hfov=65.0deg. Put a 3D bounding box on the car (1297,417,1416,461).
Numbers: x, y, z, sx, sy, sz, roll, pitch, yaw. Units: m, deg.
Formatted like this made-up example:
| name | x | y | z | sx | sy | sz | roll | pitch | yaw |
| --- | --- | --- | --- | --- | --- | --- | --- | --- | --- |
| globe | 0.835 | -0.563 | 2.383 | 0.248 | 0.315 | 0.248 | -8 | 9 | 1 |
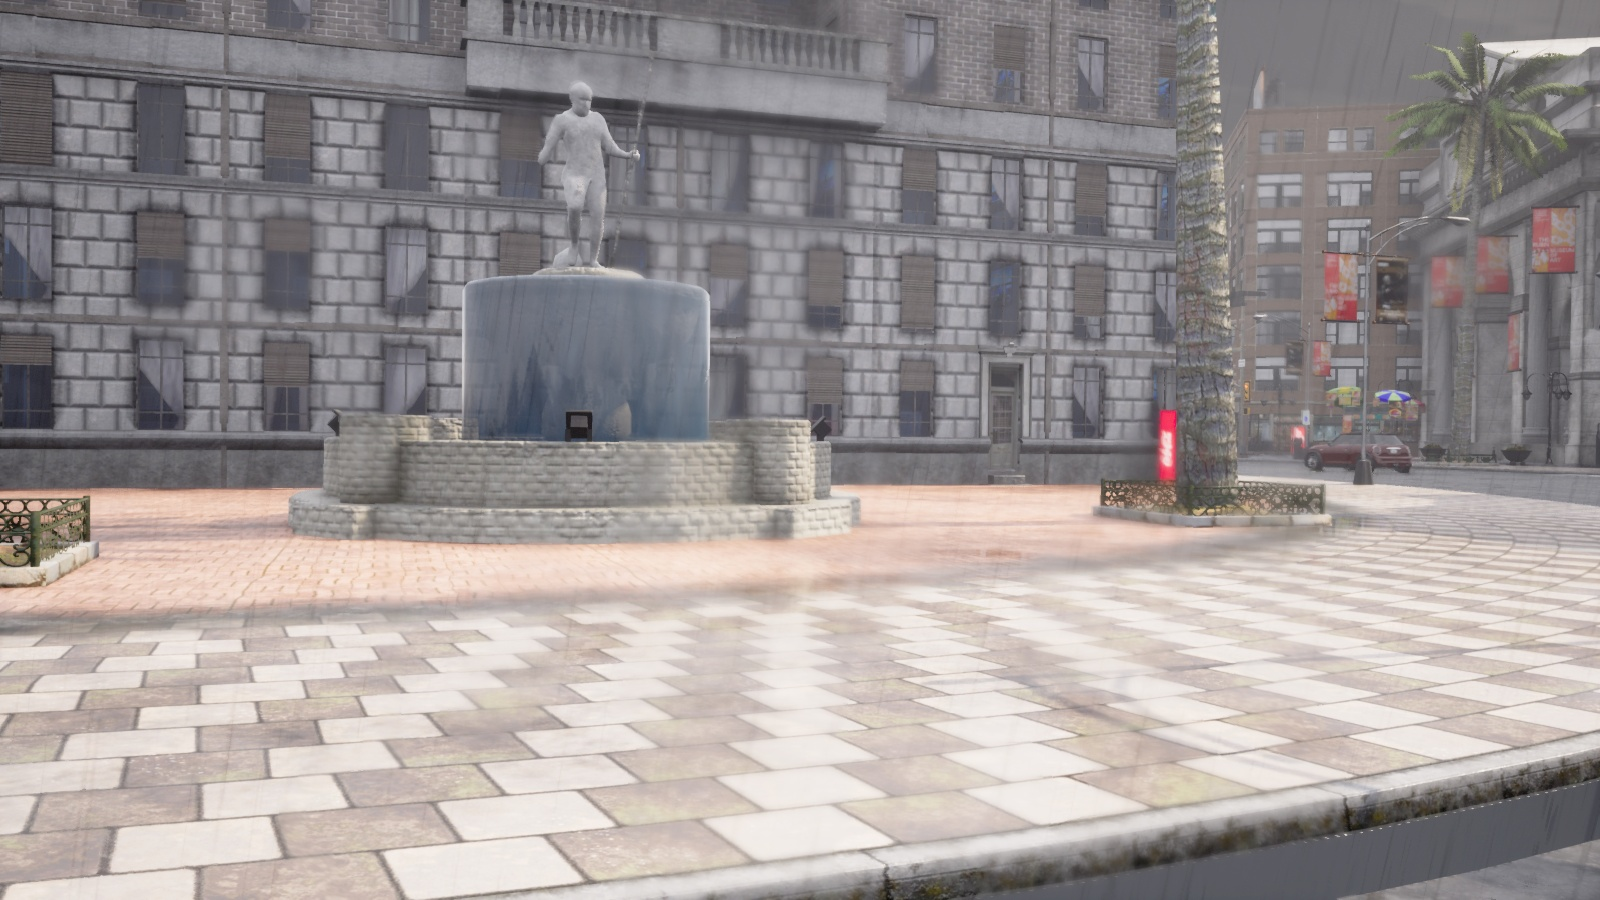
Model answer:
| name | x | y | z | sx | sy | sz | roll | pitch | yaw |
| --- | --- | --- | --- | --- | --- | --- | --- | --- | --- |
| car | 23.534 | -0.465 | 53.299 | 2.097 | 1.767 | 4.553 | -1 | 1 | -17 |
